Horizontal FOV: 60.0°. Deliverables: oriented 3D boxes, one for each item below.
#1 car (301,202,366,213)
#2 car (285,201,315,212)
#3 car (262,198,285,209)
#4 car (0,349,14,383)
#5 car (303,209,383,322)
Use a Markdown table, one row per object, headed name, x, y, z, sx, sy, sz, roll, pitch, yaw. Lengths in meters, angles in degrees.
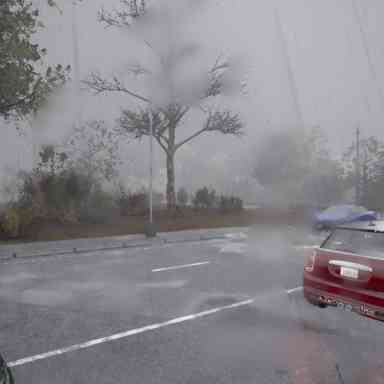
| name | x | y | z | sx | sy | sz | roll | pitch | yaw |
| --- | --- | --- | --- | --- | --- | --- | --- | --- | --- |
| car | 8.539 | 1.477 | 18.772 | 5.008 | 1.535 | 1.882 | 0 | 0 | -39 |
| car | 12.892 | 1.604 | 36.382 | 1.895 | 1.301 | 4.718 | 0 | 0 | -29 |
| car | 11.644 | 1.555 | 46.099 | 1.812 | 1.442 | 4.674 | 0 | 0 | -27 |
| car | -3.697 | 1.221 | 1.075 | 5.566 | 2.045 | 2.150 | 0 | 0 | -35 |
| car | 4.358 | 1.352 | 6.724 | 4.553 | 1.767 | 2.097 | 0 | 0 | -34 |
